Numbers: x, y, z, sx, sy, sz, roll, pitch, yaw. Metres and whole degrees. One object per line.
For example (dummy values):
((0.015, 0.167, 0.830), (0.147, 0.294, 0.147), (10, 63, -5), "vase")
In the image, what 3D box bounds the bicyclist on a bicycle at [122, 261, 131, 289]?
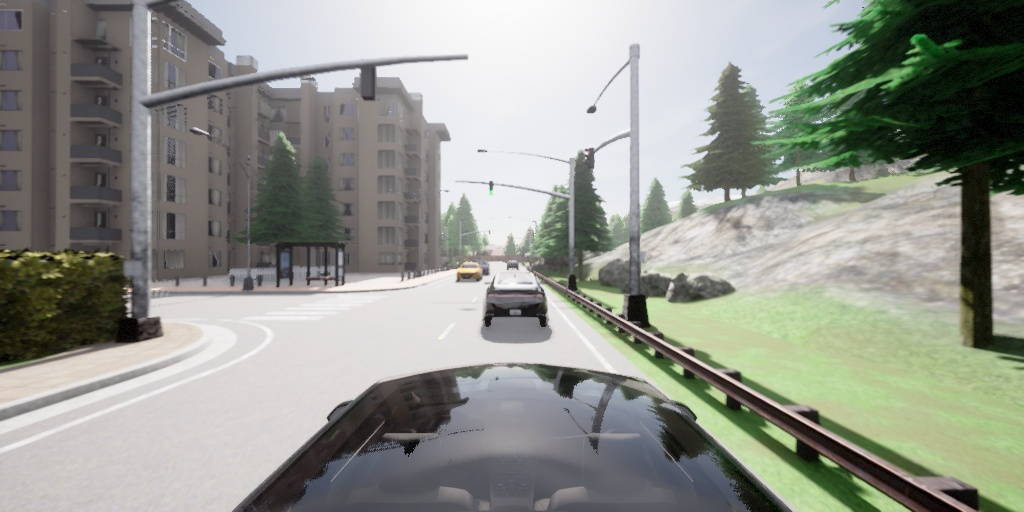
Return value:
((-21.859, 1.102, 20.455), (0.582, 1.620, 1.656), (0, 0, 0), "bicyclist on a bicycle")

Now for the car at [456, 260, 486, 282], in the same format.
((-3.605, 1.330, 30.993), (1.882, 1.535, 5.008), (0, 0, 0), "car")

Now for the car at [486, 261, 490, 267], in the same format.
((-3.595, 1.238, 40.604), (2.097, 1.767, 4.553), (0, 0, 0), "car")

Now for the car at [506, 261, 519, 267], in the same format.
((0.094, 1.445, 55.879), (1.837, 1.490, 4.892), (0, 0, -1), "car")

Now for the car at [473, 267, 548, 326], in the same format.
((0.096, 1.277, 11.862), (2.128, 1.511, 4.902), (0, 0, 0), "car")
